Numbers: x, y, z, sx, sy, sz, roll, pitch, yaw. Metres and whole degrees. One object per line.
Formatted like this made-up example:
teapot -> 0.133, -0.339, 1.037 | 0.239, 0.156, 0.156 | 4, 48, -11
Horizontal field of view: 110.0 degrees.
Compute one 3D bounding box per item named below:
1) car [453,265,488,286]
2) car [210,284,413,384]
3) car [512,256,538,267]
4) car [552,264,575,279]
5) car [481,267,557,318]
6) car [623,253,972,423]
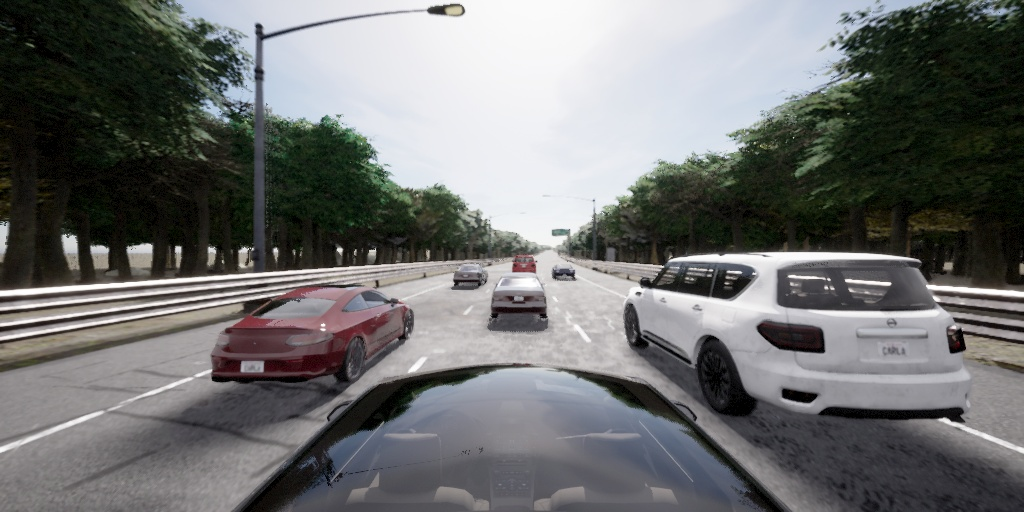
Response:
car -> -2.795, 1.296, 25.042 | 2.033, 1.411, 5.357 | 0, 0, 3
car -> -3.348, 1.273, 6.955 | 1.812, 1.442, 4.674 | 0, 0, 1
car -> 1.189, 0.976, 33.278 | 2.150, 2.045, 5.566 | 0, 0, 4
car -> 4.686, 1.359, 33.123 | 1.895, 1.301, 4.718 | 0, 0, 4
car -> 0.264, 1.299, 13.010 | 2.033, 1.411, 5.357 | 0, 0, 1
car -> 3.648, 0.975, 6.085 | 2.150, 2.045, 5.566 | 0, 0, 1
